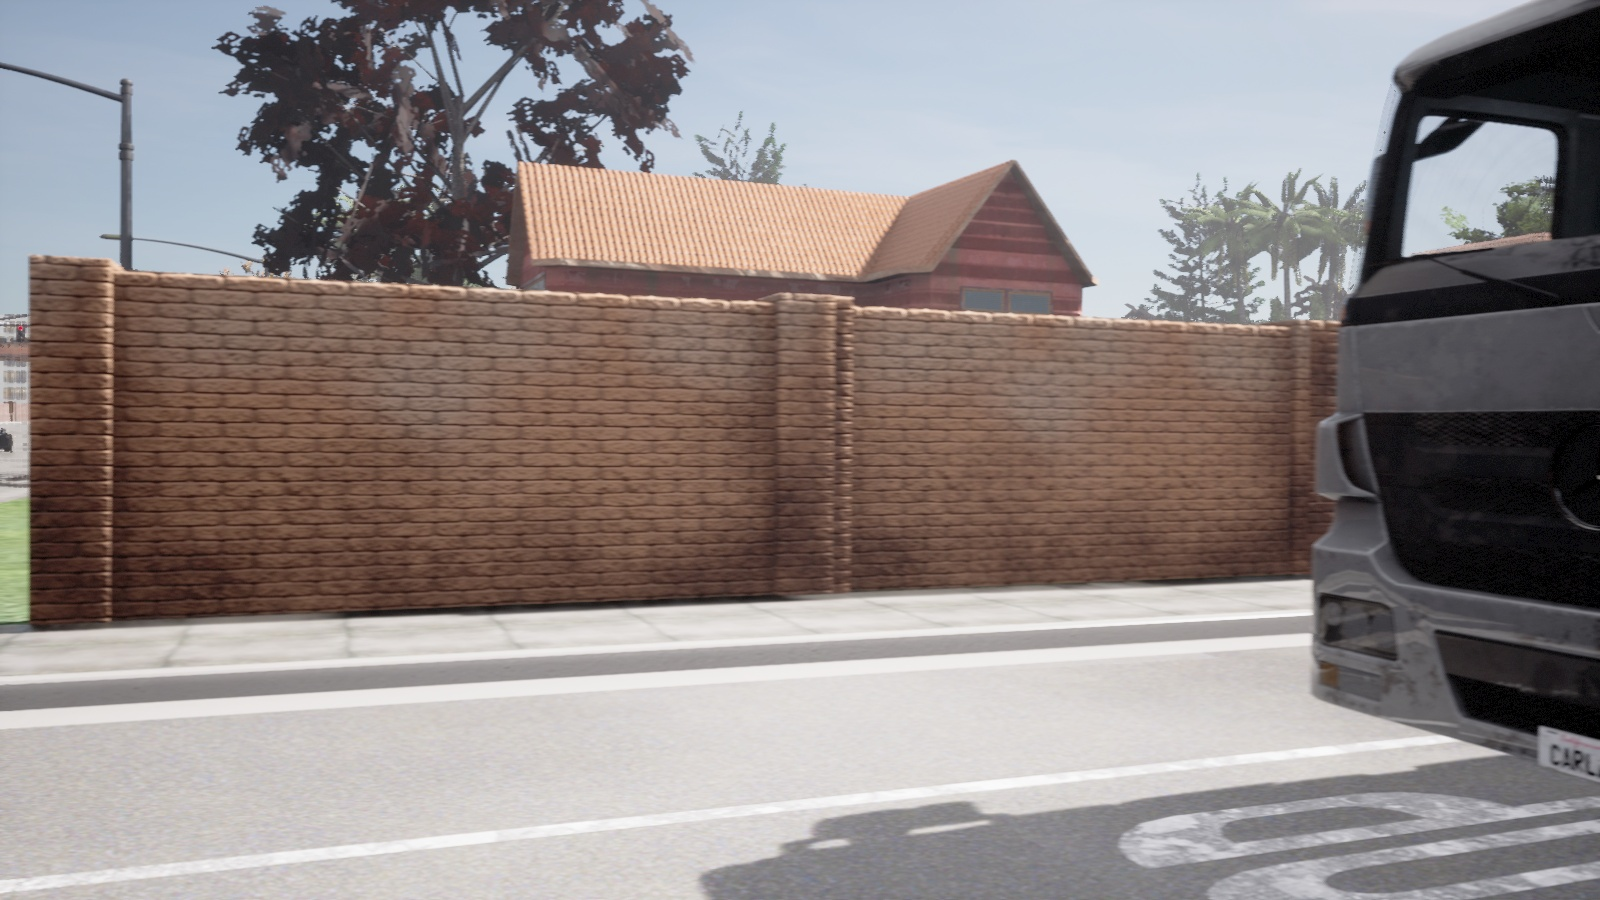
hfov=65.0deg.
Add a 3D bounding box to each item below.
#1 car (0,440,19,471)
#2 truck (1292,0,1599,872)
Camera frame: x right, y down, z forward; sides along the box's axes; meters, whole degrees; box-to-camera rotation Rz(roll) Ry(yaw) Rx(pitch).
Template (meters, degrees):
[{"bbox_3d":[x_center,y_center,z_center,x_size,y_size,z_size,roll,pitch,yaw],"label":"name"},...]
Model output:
[{"bbox_3d":[-38.507,0.262,59.209,1.994,1.385,4.181,-1,1,-20],"label":"car"},{"bbox_3d":[6.425,-0.344,5.667,7.936,3.462,2.891,-1,1,-21],"label":"truck"}]
